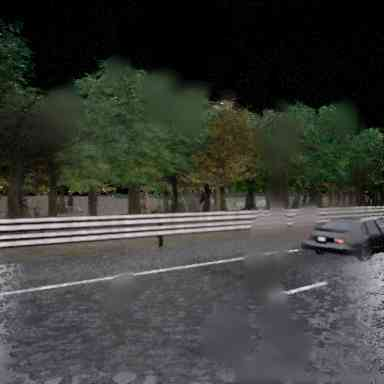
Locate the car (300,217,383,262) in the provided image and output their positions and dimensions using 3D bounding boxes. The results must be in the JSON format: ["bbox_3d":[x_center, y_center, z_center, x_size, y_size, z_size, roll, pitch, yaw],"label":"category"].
[{"bbox_3d":[6.386,1.647,12.601,5.357,1.411,2.033,1,0,-36],"label":"car"}]
